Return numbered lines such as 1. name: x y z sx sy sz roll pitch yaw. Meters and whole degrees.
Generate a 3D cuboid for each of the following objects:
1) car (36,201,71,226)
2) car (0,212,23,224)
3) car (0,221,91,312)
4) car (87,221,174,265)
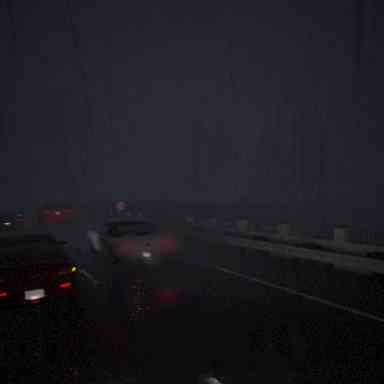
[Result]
1. car: -11.896 1.849 28.470 2.150 2.045 5.566 -1 -1 -30
2. car: -13.449 2.172 24.193 1.994 1.385 4.181 -1 -1 -30
3. car: -3.900 1.663 7.783 1.812 1.442 4.674 -1 -1 -30
4. car: -2.537 1.746 12.400 1.895 1.301 4.718 -1 -1 -30
